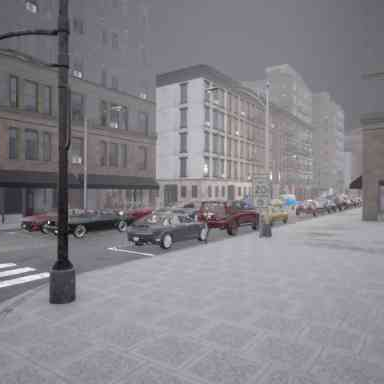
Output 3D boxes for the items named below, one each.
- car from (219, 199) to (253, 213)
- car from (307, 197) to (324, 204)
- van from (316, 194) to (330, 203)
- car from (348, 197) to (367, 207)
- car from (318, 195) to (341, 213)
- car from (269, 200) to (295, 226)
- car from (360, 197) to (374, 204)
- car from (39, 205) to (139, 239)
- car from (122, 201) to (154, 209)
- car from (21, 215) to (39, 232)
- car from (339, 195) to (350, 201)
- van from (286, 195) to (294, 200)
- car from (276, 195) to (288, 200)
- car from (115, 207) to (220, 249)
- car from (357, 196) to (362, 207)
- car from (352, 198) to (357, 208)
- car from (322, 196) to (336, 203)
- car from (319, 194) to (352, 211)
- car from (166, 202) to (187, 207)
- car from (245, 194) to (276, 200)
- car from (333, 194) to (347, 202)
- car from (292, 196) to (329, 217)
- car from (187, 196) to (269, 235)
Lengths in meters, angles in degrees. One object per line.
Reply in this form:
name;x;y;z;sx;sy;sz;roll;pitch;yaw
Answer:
car;4.986;1.535;36.897;1.887;1.381;4.507;0;0;35
car;23.653;1.570;63.448;1.947;1.339;4.313;0;0;35
van;26.765;1.347;67.873;1.690;1.788;3.998;0;0;35
car;27.106;1.593;54.407;2.008;1.369;4.403;0;0;35
car;14.662;1.473;36.706;1.967;1.590;4.097;0;0;35
car;5.426;1.552;23.571;1.752;1.417;4.829;0;0;35
car;33.329;1.612;63.258;1.947;1.339;4.313;0;0;35
car;-5.314;1.597;17.835;1.895;1.301;4.718;0;0;32
car;-4.348;1.426;23.621;1.967;1.590;4.097;0;0;35
car;-7.459;1.529;19.197;1.887;1.381;4.507;0;0;35
car;39.210;1.555;85.574;1.887;1.381;4.507;0;0;35
van;14.320;1.338;50.172;1.690;1.788;3.998;0;0;35
car;11.110;1.520;45.608;1.752;1.417;4.829;0;0;35
car;-0.894;1.575;14.581;2.008;1.369;4.403;0;0;35
car;23.995;1.605;49.982;1.947;1.339;4.313;0;0;35
car;20.884;1.619;45.557;1.802;1.307;4.206;0;0;35
car;29.876;1.553;72.299;1.887;1.381;4.507;0;0;35
car;17.774;1.350;41.131;2.192;1.841;5.009;0;0;35
car;0.447;1.504;26.033;1.837;1.490;4.892;0;0;35
car;6.421;1.225;34.502;2.150;2.045;5.566;0;0;35
car;36.099;1.325;81.149;2.192;1.841;5.009;0;0;35
car;11.551;1.471;32.281;1.967;1.590;4.097;0;0;35
car;2.218;1.340;19.006;2.192;1.841;5.009;0;0;35
